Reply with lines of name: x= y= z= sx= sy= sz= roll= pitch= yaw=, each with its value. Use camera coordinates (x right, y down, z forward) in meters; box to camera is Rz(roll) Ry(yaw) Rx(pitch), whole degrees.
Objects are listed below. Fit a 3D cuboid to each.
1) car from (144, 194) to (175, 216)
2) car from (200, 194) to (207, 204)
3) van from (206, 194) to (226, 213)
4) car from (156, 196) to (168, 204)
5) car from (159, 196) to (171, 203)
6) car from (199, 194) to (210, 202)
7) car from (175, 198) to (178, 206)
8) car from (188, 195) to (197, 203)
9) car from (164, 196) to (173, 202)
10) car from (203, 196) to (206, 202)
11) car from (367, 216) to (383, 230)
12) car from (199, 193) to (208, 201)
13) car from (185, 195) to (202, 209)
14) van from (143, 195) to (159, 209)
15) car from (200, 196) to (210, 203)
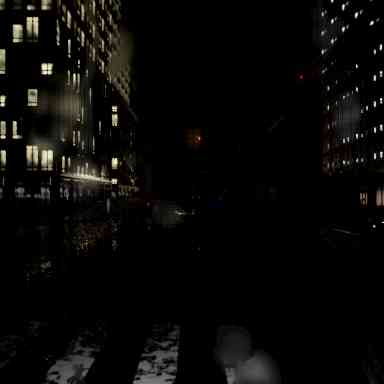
car: x=-3.200 y=1.221 z=33.527 sx=2.150 sy=2.045 sz=5.566 roll=0 pitch=0 yaw=0
car: x=2.730 y=1.312 z=63.530 sx=2.192 sy=1.841 sz=5.009 roll=0 pitch=0 yaw=0
van: x=2.715 y=1.340 z=35.837 sx=1.690 sy=1.788 sz=3.998 roll=0 pitch=0 yaw=0
car: x=-5.652 y=1.563 z=63.568 sx=1.947 sy=1.339 sz=4.313 roll=0 pitch=0 yaw=0
car: x=-5.626 y=1.547 z=69.107 sx=2.008 sy=1.369 sz=4.403 roll=0 pitch=0 yaw=0
car: x=2.781 y=1.311 z=74.609 sx=2.192 sy=1.841 sz=5.009 roll=0 pitch=0 yaw=0
car: x=-3.155 y=1.525 z=43.306 sx=1.812 sy=1.442 sz=4.674 roll=0 pitch=0 yaw=0
car: x=0.098 y=1.497 z=73.110 sx=1.837 sy=1.490 sz=4.892 roll=0 pitch=0 yaw=0
car: x=-5.574 y=1.577 z=80.186 sx=1.802 sy=1.307 sz=4.206 roll=0 pitch=0 yaw=0
car: x=2.650 y=1.544 z=41.376 sx=1.887 sy=1.381 sz=4.507 roll=0 pitch=0 yaw=0
car: x=13.589 y=1.680 z=19.999 sx=5.357 sy=1.411 sz=2.033 roll=0 pitch=0 yaw=-1
car: x=2.833 y=1.308 z=85.687 sx=2.192 sy=1.841 sz=5.009 roll=0 pitch=0 yaw=0
car: x=0.030 y=1.476 z=44.782 sx=1.882 sy=1.535 sz=5.008 roll=0 pitch=0 yaw=1
van: x=-5.728 y=1.340 z=46.951 sx=1.690 sy=1.788 sz=3.998 roll=0 pitch=0 yaw=0
car: x=2.754 y=1.541 z=69.069 sx=1.887 sy=1.381 sz=4.507 roll=0 pitch=0 yaw=0
